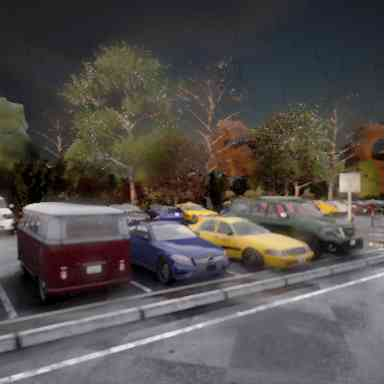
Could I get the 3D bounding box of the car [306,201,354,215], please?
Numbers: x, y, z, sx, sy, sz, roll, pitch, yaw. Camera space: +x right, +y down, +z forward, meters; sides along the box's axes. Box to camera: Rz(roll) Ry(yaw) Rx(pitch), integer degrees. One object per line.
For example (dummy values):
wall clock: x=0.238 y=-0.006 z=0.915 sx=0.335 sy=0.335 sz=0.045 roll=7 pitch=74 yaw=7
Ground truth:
car: x=15.670 y=1.774 z=37.909 sx=2.002 sy=1.452 sz=4.674 roll=0 pitch=0 yaw=-36

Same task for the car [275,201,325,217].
car: x=11.156 y=1.736 z=34.675 sx=2.002 sy=1.452 sz=4.674 roll=0 pitch=0 yaw=-36

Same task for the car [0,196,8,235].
car: x=-11.393 y=1.261 z=18.496 sx=2.435 sy=2.045 sz=5.566 roll=0 pitch=0 yaw=-36

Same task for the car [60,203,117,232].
car: x=-6.900 y=1.548 z=21.755 sx=2.097 sy=1.535 sz=5.008 roll=0 pitch=0 yaw=-36

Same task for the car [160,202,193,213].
car: x=-2.401 y=1.615 z=25.006 sx=2.163 sy=1.488 sz=4.792 roll=0 pitch=0 yaw=-36

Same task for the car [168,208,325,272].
car: x=1.511 y=1.550 z=11.457 sx=1.946 sy=1.575 sz=5.366 roll=0 pitch=0 yaw=-36

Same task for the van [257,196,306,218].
van: x=8.832 y=1.451 z=33.158 sx=1.878 sy=1.987 sz=4.442 roll=0 pitch=0 yaw=-36

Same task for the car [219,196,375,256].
car: x=3.700 y=1.321 z=13.217 sx=2.435 sy=2.045 sz=5.566 roll=0 pitch=0 yaw=-36

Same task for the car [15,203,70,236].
car: x=-9.157 y=1.530 z=20.139 sx=2.097 sy=1.535 sz=5.008 roll=0 pitch=0 yaw=-36

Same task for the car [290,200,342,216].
car: x=13.415 y=1.714 z=36.291 sx=2.097 sy=1.535 sz=5.008 roll=0 pitch=0 yaw=-36

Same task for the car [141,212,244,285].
car: x=-0.878 y=1.575 z=9.977 sx=2.002 sy=1.452 sz=4.674 roll=0 pitch=0 yaw=-36

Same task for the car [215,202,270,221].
car: x=4.403 y=1.670 z=29.807 sx=2.163 sy=1.488 sz=4.792 roll=0 pitch=0 yaw=-36

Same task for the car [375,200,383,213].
car: x=20.178 y=1.772 z=41.148 sx=2.097 sy=1.535 sz=5.008 roll=0 pitch=0 yaw=-36

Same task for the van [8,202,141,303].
van: x=-3.222 y=1.290 z=8.439 sx=1.878 sy=1.987 sz=4.442 roll=0 pitch=0 yaw=-36

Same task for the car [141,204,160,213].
car: x=-4.644 y=1.568 z=23.372 sx=2.231 sy=1.521 sz=4.892 roll=0 pitch=0 yaw=-36

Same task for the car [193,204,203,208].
car: x=-0.020 y=1.601 z=26.448 sx=1.946 sy=1.575 sz=5.366 roll=0 pitch=0 yaw=-36
